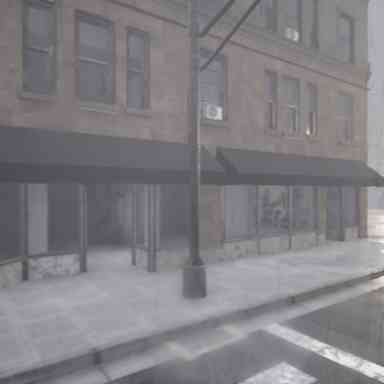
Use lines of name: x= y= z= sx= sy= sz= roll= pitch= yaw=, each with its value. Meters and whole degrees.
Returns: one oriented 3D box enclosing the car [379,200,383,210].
car: x=26.613 y=1.279 z=41.928 sx=2.150 sy=2.045 sz=5.566 roll=0 pitch=0 yaw=-26
